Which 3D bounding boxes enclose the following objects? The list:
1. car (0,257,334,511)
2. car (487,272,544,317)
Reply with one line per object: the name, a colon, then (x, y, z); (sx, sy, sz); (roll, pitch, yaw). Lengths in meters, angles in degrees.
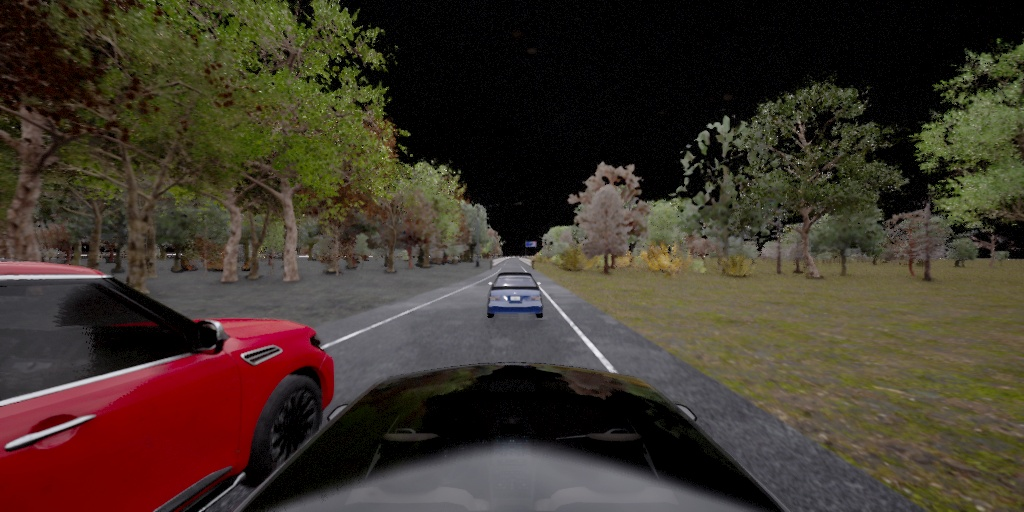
car: (-3.055, 0.972, 1.505); (2.150, 2.045, 5.566); (0, 0, 2)
car: (0.098, 1.290, 13.051); (2.033, 1.411, 5.357); (0, 0, 0)
